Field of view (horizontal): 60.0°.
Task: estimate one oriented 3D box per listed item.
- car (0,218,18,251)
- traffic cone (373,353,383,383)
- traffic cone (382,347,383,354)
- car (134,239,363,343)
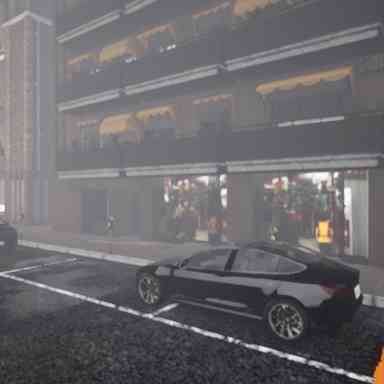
[{"bbox_3d":[-8.416,1.556,12.791,4.403,1.369,2.008,0,0,35],"label":"car"},{"bbox_3d":[1.843,1.957,3.233,0.340,0.580,0.340,0,0,35],"label":"traffic cone"},{"bbox_3d":[2.416,1.957,4.053,0.340,0.580,0.340,0,0,35],"label":"traffic cone"},{"bbox_3d":[0.848,1.568,6.326,4.313,1.339,1.947,0,0,35],"label":"car"}]
